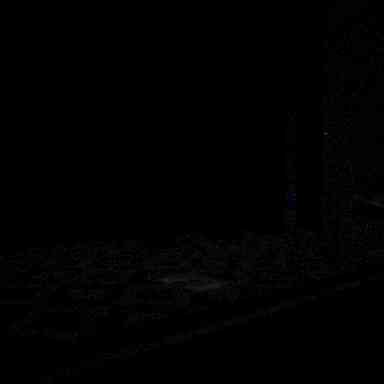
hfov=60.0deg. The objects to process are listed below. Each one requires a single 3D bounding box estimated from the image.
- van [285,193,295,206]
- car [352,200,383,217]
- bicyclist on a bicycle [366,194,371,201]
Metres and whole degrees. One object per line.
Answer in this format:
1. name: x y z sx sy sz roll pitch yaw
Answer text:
1. van: 12.471 0.955 46.691 1.690 1.788 3.998 1 0 -35
2. car: 15.022 1.386 28.415 2.008 1.369 4.403 1 0 -35
3. bicyclist on a bicycle: 21.054 1.057 39.741 1.656 1.620 0.582 0 1 -35
